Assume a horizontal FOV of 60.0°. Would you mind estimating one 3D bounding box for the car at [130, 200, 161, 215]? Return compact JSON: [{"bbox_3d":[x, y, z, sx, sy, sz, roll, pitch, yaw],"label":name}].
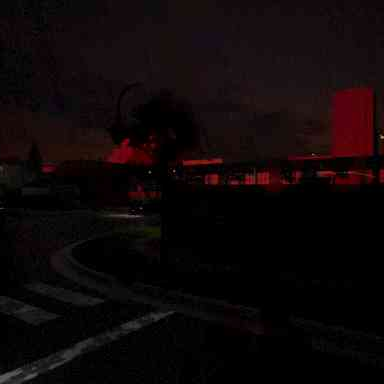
[{"bbox_3d":[-4.328,1.549,34.319,1.812,1.442,4.674,0,0,36],"label":"car"}]
